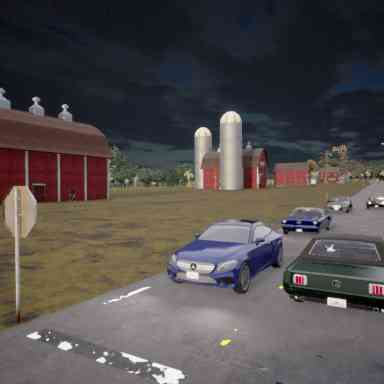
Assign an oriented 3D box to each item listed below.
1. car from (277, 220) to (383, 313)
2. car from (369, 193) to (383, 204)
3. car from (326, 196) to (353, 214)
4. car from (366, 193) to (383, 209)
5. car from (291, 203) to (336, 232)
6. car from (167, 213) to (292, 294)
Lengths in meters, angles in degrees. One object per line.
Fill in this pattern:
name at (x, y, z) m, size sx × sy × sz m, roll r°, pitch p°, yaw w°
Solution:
car at (3.587, 1.592, 7.595) m, size 1.895 × 1.301 × 4.718 m, roll 0°, pitch 0°, yaw 30°
car at (24.144, 0.815, 43.129) m, size 1.895 × 1.301 × 4.718 m, roll 0°, pitch 1°, yaw 30°
car at (13.506, 1.100, 30.394) m, size 2.128 × 1.511 × 4.902 m, roll 0°, pitch 1°, yaw 30°
car at (19.200, 1.056, 34.471) m, size 1.895 × 1.301 × 4.718 m, roll 0°, pitch 1°, yaw 30°
car at (6.257, 1.510, 17.900) m, size 1.895 × 1.301 × 4.718 m, roll 0°, pitch 1°, yaw 30°
car at (1.180, 1.515, 9.126) m, size 1.812 × 1.442 × 4.674 m, roll 0°, pitch 0°, yaw 30°
